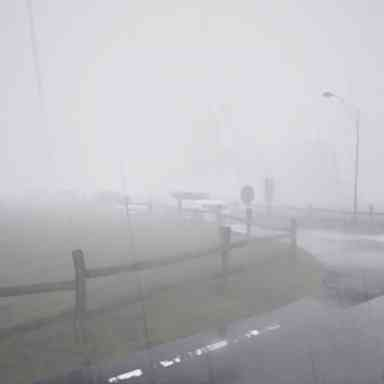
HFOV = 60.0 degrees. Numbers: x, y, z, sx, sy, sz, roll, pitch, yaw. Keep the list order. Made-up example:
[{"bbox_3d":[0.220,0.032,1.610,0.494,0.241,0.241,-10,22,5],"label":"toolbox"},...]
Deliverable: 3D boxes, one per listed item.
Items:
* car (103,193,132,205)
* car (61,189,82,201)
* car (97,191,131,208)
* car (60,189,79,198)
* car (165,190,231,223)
[{"bbox_3d":[-9.460,0.834,41.748,1.895,1.301,4.718,1,1,-35],"label":"car"},{"bbox_3d":[-17.589,0.502,48.314,2.033,1.411,5.357,1,1,-35],"label":"car"},{"bbox_3d":[-8.369,0.670,35.075,2.097,1.767,4.553,1,1,-35],"label":"car"},{"bbox_3d":[-21.981,0.222,59.553,1.882,1.535,5.008,1,1,-35],"label":"car"},{"bbox_3d":[0.254,0.887,22.810,2.150,2.045,5.566,1,1,-35],"label":"car"}]
